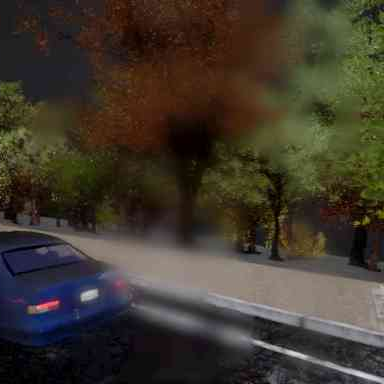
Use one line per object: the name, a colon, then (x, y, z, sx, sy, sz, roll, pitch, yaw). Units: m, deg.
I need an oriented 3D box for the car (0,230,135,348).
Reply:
car: (-3.461, 1.448, 6.132, 5.357, 1.411, 2.033, 1, 1, 36)
